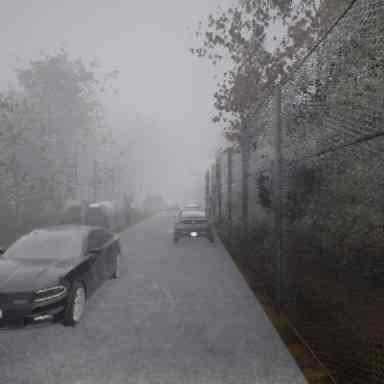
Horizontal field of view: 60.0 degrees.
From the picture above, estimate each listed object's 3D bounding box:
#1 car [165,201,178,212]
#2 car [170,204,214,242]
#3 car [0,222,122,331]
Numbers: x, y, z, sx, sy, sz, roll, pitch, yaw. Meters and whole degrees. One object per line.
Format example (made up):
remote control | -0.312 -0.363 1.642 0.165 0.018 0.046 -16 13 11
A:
car | -2.843 2.141 49.467 1.837 1.490 4.892 0 -1 1
car | 0.072 1.585 16.757 1.837 1.490 4.892 0 -1 0
car | -2.859 1.495 7.290 1.882 1.535 5.008 0 0 0
